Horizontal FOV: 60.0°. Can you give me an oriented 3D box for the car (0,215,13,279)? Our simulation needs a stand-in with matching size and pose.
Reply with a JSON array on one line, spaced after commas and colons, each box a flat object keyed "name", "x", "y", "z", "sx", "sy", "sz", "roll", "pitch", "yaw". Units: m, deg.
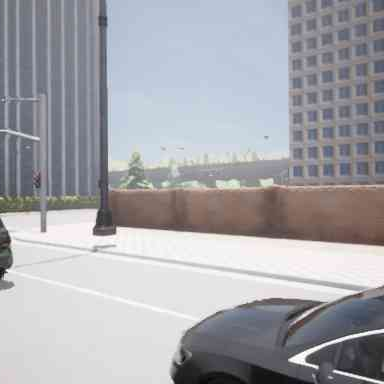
[{"name": "car", "x": -7.054, "y": 1.344, "z": 8.989, "sx": 5.566, "sy": 2.045, "sz": 2.150, "roll": 0, "pitch": 0, "yaw": 35}]

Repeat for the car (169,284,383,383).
[{"name": "car", "x": 2.024, "y": 1.503, "z": 2.548, "sx": 4.892, "sy": 1.490, "sz": 1.837, "roll": 0, "pitch": 0, "yaw": 35}]
